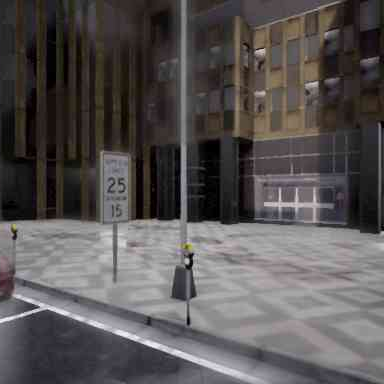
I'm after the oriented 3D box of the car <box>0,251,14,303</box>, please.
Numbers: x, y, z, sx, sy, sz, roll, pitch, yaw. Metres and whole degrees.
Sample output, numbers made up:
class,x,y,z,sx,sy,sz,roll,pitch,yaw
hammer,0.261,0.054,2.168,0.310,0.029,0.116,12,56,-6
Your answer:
class,x,y,z,sx,sy,sz,roll,pitch,yaw
car,-5.532,1.439,6.909,4.097,1.590,1.967,0,0,36
